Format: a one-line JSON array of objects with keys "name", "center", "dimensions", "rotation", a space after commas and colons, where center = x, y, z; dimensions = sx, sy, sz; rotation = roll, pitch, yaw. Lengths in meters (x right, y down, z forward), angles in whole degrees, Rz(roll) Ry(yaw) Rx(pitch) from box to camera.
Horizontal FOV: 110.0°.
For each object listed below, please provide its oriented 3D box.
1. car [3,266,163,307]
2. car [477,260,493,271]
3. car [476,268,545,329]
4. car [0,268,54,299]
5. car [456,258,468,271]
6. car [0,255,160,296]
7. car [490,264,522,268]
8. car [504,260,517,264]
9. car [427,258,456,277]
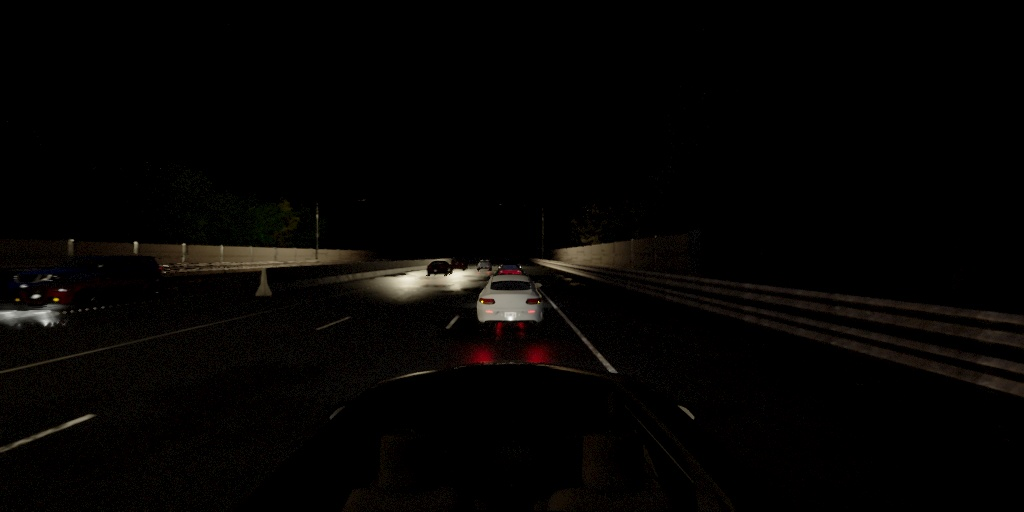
[{"name": "car", "center": [-17.662, 1.306, 15.291], "dimensions": [1.994, 1.385, 4.181], "rotation": [0, 0, 0]}, {"name": "car", "center": [-3.704, 1.244, 49.371], "dimensions": [1.812, 1.442, 4.674], "rotation": [0, 0, -1]}, {"name": "car", "center": [-0.046, 1.270, 11.065], "dimensions": [1.812, 1.442, 4.674], "rotation": [0, 0, 0]}, {"name": "car", "center": [-24.679, 1.305, 16.455], "dimensions": [1.994, 1.385, 4.181], "rotation": [0, 0, 0]}, {"name": "car", "center": [-7.195, 1.070, 48.379], "dimensions": [2.097, 1.767, 4.553], "rotation": [0, 0, -1]}, {"name": "car", "center": [-21.184, 0.961, 18.318], "dimensions": [2.150, 2.045, 5.566], "rotation": [0, 0, 0]}, {"name": "car", "center": [-0.102, 1.339, 20.332], "dimensions": [1.895, 1.301, 4.718], "rotation": [0, 0, 0]}, {"name": "car", "center": [-0.164, 1.296, 29.195], "dimensions": [1.994, 1.385, 4.181], "rotation": [0, 0, 0]}, {"name": "car", "center": [-7.107, 1.205, 35.622], "dimensions": [1.882, 1.535, 5.008], "rotation": [0, 0, 0]}]
